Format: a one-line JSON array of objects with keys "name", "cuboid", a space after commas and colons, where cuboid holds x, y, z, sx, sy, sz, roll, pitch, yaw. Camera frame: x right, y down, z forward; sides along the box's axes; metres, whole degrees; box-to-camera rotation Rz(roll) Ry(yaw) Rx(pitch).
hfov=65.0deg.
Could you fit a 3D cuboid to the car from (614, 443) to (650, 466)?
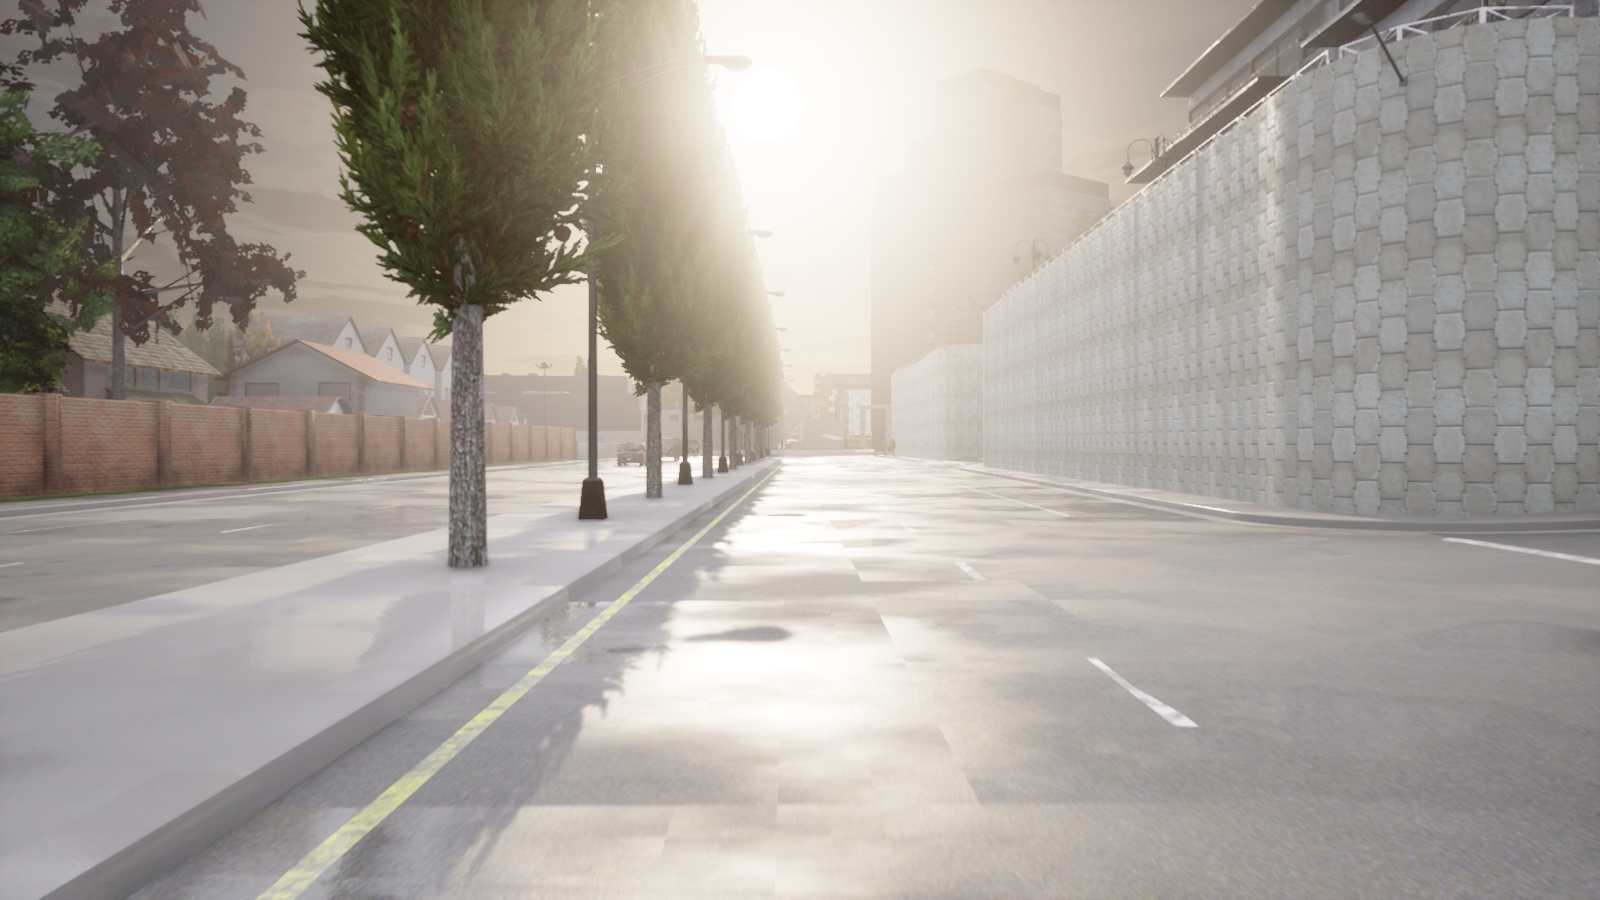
[{"name": "car", "cuboid": [-11.001, 0.286, 82.419, 1.845, 1.501, 3.633, 0, 0, 0]}]
